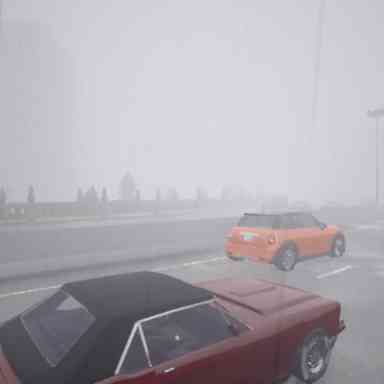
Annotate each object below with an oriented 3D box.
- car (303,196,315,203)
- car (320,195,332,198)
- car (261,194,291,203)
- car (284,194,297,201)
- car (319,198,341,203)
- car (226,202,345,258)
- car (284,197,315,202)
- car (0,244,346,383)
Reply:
[{"bbox_3d":[26.578,1.701,75.667,1.895,1.301,4.718,0,0,9],"label":"car"},{"bbox_3d":[29.893,1.403,74.125,2.097,1.767,4.553,0,0,9],"label":"car"},{"bbox_3d":[10.232,1.315,40.788,2.150,2.045,5.566,0,0,32],"label":"car"},{"bbox_3d":[23.485,1.315,79.483,2.128,1.511,4.902,0,0,5],"label":"car"},{"bbox_3d":[15.087,1.633,35.495,1.994,1.385,4.181,0,0,33],"label":"car"},{"bbox_3d":[3.264,1.378,11.178,4.553,1.767,2.097,0,0,-41],"label":"car"},{"bbox_3d":[12.388,1.646,37.747,1.994,1.385,4.181,0,0,33],"label":"car"},{"bbox_3d":[-0.305,1.614,3.708,4.718,1.301,1.895,0,0,-37],"label":"car"}]
